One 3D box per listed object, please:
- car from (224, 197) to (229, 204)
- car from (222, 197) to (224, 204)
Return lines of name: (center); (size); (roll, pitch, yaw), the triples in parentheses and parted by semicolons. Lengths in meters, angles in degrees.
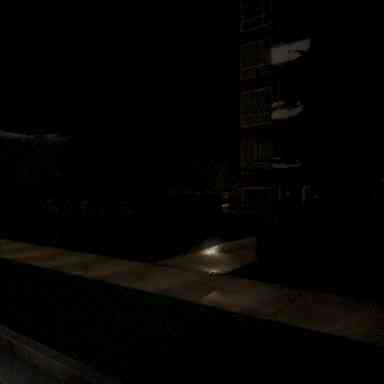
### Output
car: (8.131, 1.545, 58.912); (1.882, 1.535, 5.008); (0, 0, 36)
car: (5.297, 1.601, 60.967); (1.812, 1.442, 4.674); (0, 0, 36)
